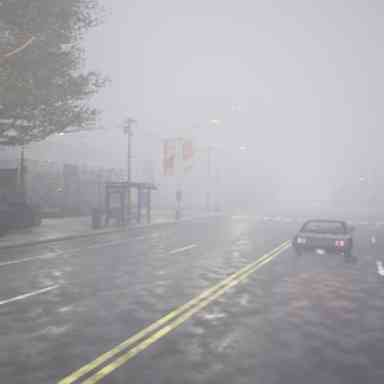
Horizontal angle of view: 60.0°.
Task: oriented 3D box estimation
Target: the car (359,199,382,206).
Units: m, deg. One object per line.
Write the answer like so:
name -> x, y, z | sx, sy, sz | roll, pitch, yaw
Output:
car -> 37.255, 2.139, 69.555 | 4.193, 1.474, 1.816 | 0, 0, 27

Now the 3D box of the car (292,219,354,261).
car -> 5.330, 1.722, 13.104 | 1.895, 1.301, 4.718 | 0, 0, 28
